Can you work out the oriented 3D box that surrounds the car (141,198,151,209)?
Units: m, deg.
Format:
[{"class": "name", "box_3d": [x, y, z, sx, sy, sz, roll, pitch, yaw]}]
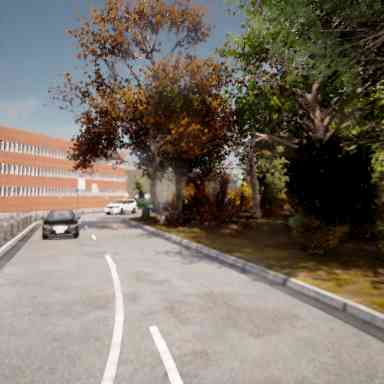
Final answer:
[{"class": "car", "box_3d": [-8.899, 2.175, 59.437, 5.566, 2.045, 2.435, 0, -1, 18]}]

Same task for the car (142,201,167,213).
[{"class": "car", "box_3d": [-4.817, 2.355, 46.772, 1.895, 1.301, 4.718, 0, -1, 18]}]

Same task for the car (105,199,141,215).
[{"class": "car", "box_3d": [-9.244, 1.933, 43.743, 2.150, 2.045, 5.566, 0, -1, 18]}]

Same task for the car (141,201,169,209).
[{"class": "car", "box_3d": [-7.157, 2.497, 64.811, 5.008, 1.535, 2.097, 0, -1, 18]}]

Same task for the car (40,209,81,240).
[{"class": "car", "box_3d": [-7.455, 1.763, 19.015, 2.128, 1.511, 4.902, 0, -1, -20]}]

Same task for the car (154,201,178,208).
[{"class": "car", "box_3d": [-5.435, 2.604, 70.192, 4.674, 1.452, 2.002, 0, -1, 18]}]
